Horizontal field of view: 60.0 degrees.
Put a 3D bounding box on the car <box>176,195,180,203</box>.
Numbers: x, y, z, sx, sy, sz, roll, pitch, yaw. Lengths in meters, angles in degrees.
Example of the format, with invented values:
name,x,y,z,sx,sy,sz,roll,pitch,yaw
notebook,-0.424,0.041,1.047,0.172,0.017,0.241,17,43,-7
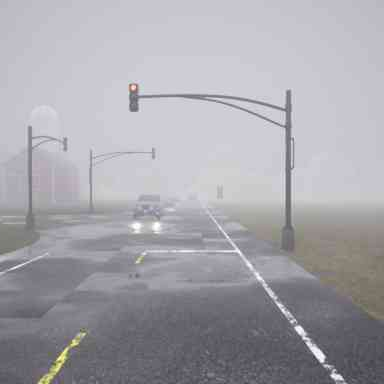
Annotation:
name,x,y,z,sx,sy,sz,roll,pitch,yaw
car,-3.477,1.410,65.888,1.882,1.535,5.008,0,0,1

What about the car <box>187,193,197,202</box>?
name,x,y,z,sx,sy,sz,roll,pitch,yaw
car,0.066,1.134,74.756,2.150,2.045,5.566,0,0,0

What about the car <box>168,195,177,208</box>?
name,x,y,z,sx,sy,sz,roll,pitch,yaw
car,-3.555,1.526,47.298,1.994,1.385,4.181,0,0,0

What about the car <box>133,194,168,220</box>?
name,x,y,z,sx,sy,sz,roll,pitch,yaw
car,-3.561,1.168,28.240,2.150,2.045,5.566,0,0,0
